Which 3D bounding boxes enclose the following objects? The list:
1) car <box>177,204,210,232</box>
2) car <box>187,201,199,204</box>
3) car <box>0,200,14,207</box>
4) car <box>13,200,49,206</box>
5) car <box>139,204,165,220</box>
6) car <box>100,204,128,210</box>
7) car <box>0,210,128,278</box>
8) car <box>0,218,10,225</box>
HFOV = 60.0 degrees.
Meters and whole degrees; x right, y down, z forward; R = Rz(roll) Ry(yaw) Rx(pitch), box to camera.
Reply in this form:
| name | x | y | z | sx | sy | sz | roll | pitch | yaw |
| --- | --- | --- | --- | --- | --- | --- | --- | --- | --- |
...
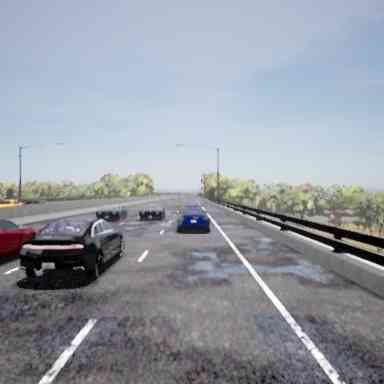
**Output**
| name | x | y | z | sx | sy | sz | roll | pitch | yaw |
| --- | --- | --- | --- | --- | --- | --- | --- | --- | --- |
| car | 0.098 | 1.669 | 21.086 | 1.994 | 1.385 | 4.181 | 0 | 0 | 0 |
| car | 0.099 | 1.743 | 39.400 | 2.033 | 1.411 | 5.357 | 0 | 0 | 0 |
| car | -21.018 | 1.670 | 38.188 | 1.882 | 1.535 | 5.008 | 0 | -1 | 0 |
| car | -17.529 | 1.694 | 37.230 | 1.837 | 1.490 | 4.892 | 0 | -1 | 1 |
| car | -3.402 | 1.747 | 29.432 | 1.895 | 1.301 | 4.718 | 0 | 0 | 0 |
| car | -6.901 | 1.747 | 29.256 | 1.895 | 1.301 | 4.718 | 0 | 0 | 0 |
| car | -3.402 | 1.544 | 10.301 | 2.128 | 1.511 | 4.902 | 0 | 0 | 0 |
| car | -6.900 | 1.534 | 10.953 | 1.882 | 1.535 | 5.008 | 0 | 0 | 0 |
